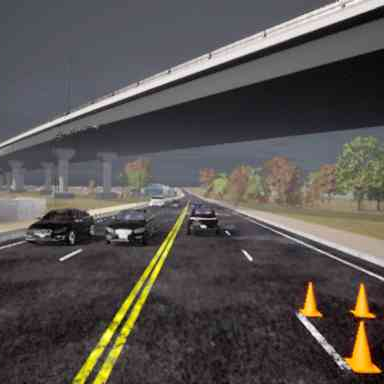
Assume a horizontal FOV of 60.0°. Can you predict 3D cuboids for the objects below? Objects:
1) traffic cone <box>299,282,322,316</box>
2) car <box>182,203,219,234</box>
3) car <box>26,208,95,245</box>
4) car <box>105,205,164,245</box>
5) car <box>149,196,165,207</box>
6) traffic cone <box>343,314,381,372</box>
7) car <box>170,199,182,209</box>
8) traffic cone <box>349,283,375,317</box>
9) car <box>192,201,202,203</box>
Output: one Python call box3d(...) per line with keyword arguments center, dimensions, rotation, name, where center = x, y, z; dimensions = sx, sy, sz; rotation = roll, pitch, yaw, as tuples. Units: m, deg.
box3d(center=(2.305, 2.055, 6.477), dimensions=(0.340, 0.580, 0.340), rotation=(1, -1, 1), name="traffic cone")
box3d(center=(0.645, 1.694, 20.608), dimensions=(2.128, 1.511, 4.902), rotation=(1, -1, 0), name="car")
box3d(center=(-6.085, 1.550, 15.970), dimensions=(1.837, 1.490, 4.892), rotation=(1, -1, 0), name="car")
box3d(center=(-2.832, 1.594, 16.218), dimensions=(2.128, 1.511, 4.902), rotation=(1, -1, 0), name="car")
box3d(center=(-5.881, 1.655, 56.460), dimensions=(2.150, 2.045, 5.566), rotation=(1, -1, 1), name="car")
box3d(center=(2.283, 2.037, 4.478), dimensions=(0.340, 0.580, 0.340), rotation=(1, -1, 1), name="traffic cone")
box3d(center=(-2.641, 2.009, 56.512), dimensions=(1.812, 1.442, 4.674), rotation=(1, -1, 1), name="car")
box3d(center=(3.305, 2.072, 6.465), dimensions=(0.340, 0.580, 0.340), rotation=(1, -1, 1), name="traffic cone")
box3d(center=(0.747, 2.002, 47.392), dimensions=(2.033, 1.411, 5.357), rotation=(1, -1, 0), name="car")
